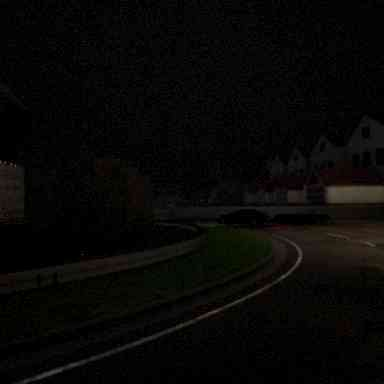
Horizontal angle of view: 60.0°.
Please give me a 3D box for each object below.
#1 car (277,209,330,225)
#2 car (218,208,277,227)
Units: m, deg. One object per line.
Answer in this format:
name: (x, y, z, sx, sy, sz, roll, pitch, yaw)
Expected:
car: (9.868, 2.243, 30.060, 4.718, 1.301, 1.895, -2, -2, 25)
car: (4.609, 2.220, 29.597, 5.008, 1.535, 1.882, -2, -2, 38)
